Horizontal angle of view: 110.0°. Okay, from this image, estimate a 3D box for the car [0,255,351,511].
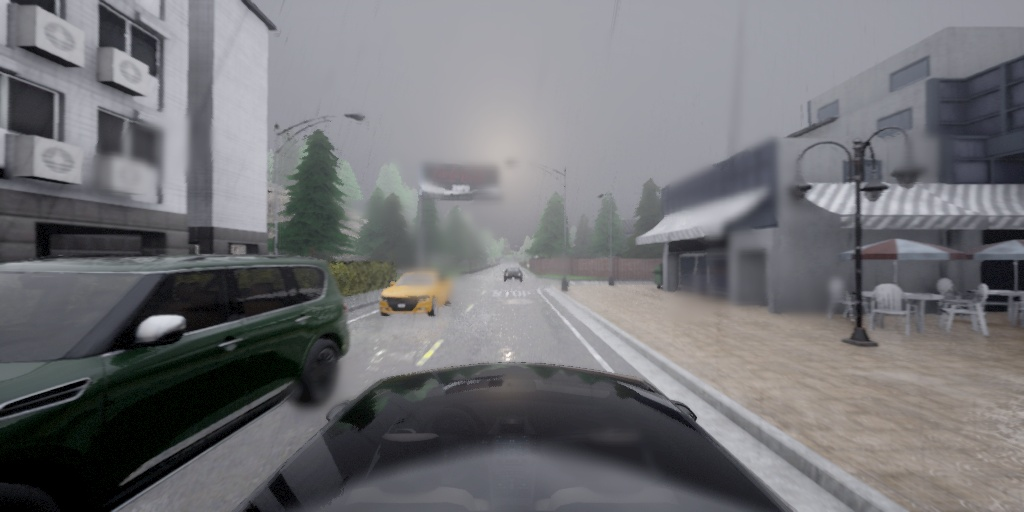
[{"bbox_3d":[-3.595,0.991,3.365,2.150,2.045,5.566,0,-1,0],"label":"car"}]

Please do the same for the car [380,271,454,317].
[{"bbox_3d":[-3.564,1.378,14.183,1.882,1.535,5.008,0,-1,1],"label":"car"}]

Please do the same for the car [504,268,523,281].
[{"bbox_3d":[0.108,1.899,37.321,1.895,1.301,4.718,0,-1,0],"label":"car"}]
